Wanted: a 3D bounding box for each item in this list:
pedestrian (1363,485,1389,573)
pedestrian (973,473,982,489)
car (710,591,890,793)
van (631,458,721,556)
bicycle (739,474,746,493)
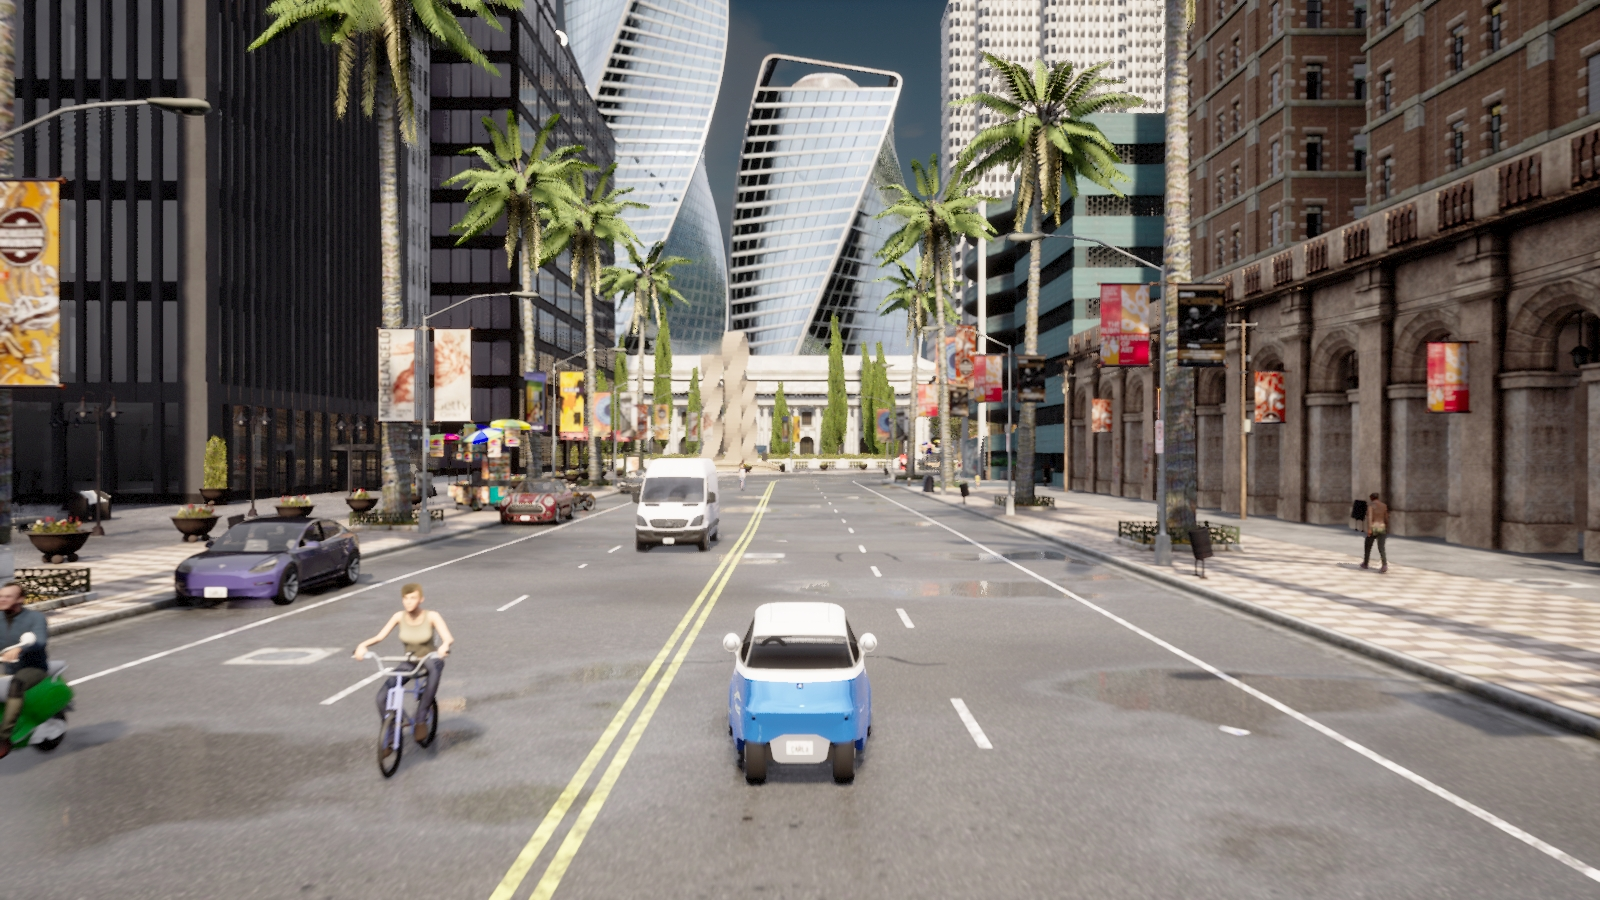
[{"bbox_3d":[12.414,1.695,24.624,0.375,1.860,0.375,0,0,1],"label":"pedestrian"},{"bbox_3d":[11.942,2.074,76.902,0.500,1.100,0.500,0,0,0],"label":"pedestrian"},{"bbox_3d":[0.001,2.120,10.473,1.481,1.376,2.207,0,0,0],"label":"car"},{"bbox_3d":[-3.488,1.533,33.261,1.988,2.561,5.915,0,0,0],"label":"van"},{"bbox_3d":[-3.837,2.204,75.986,0.373,1.196,1.643,0,0,0],"label":"bicycle"}]
